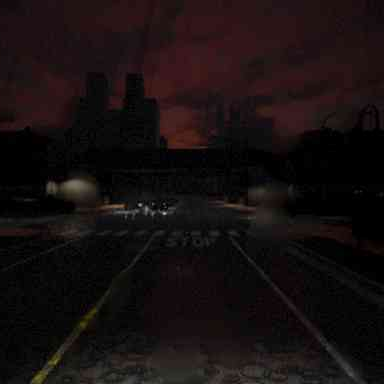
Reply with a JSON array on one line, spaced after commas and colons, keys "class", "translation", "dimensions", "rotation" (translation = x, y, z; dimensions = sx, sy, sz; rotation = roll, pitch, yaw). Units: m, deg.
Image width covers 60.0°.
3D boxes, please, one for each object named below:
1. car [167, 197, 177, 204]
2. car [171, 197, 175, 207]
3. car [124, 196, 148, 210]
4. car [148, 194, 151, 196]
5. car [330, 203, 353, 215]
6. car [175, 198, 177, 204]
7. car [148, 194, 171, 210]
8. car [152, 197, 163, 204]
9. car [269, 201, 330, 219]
[{"class": "car", "translation": [-4.315, 1.840, 74.026], "dimensions": [1.994, 1.385, 4.181], "rotation": [0, 0, 0]}, {"class": "car", "translation": [-4.314, 1.741, 54.170], "dimensions": [1.812, 1.442, 4.674], "rotation": [0, 0, 1]}, {"class": "car", "translation": [-7.881, 1.675, 45.365], "dimensions": [2.128, 1.511, 4.902], "rotation": [0, 0, 2]}, {"class": "car", "translation": [-7.796, 1.477, 65.254], "dimensions": [2.150, 2.045, 5.566], "rotation": [0, 0, 0]}, {"class": "car", "translation": [14.970, 1.742, 34.256], "dimensions": [4.718, 1.301, 1.895], "rotation": [0, 0, 0]}, {"class": "car", "translation": [-4.294, 1.757, 64.289], "dimensions": [1.837, 1.490, 4.892], "rotation": [0, 0, 0]}, {"class": "car", "translation": [-4.321, 1.534, 45.179], "dimensions": [2.097, 1.767, 4.553], "rotation": [0, 0, -1]}, {"class": "car", "translation": [-7.819, 1.833, 75.598], "dimensions": [2.033, 1.411, 5.357], "rotation": [0, 0, 0]}, {"class": "car", "translation": [9.526, 1.634, 30.299], "dimensions": [4.892, 1.490, 1.837], "rotation": [1, 0, -5]}]
